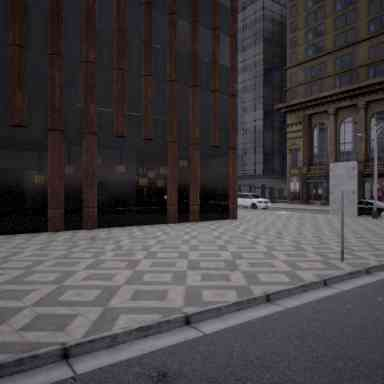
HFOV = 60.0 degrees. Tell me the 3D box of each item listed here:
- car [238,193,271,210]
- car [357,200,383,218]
[{"bbox_3d":[7.029,1.122,40.497,2.150,2.045,5.566,0,1,-35],"label":"car"},{"bbox_3d":[15.427,1.453,28.688,1.837,1.490,4.892,0,0,-37],"label":"car"}]
